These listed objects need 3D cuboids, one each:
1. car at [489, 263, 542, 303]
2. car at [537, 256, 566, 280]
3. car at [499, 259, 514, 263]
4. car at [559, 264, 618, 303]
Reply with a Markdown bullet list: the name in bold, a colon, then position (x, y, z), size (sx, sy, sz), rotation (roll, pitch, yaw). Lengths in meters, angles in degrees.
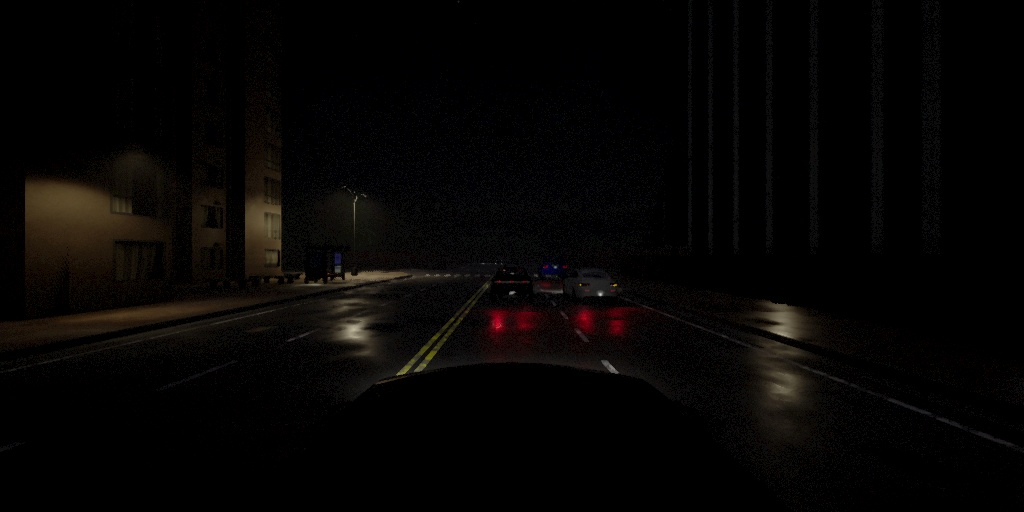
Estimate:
- **car**: position (0.000, 1.244, 16.500), size (2.128, 1.511, 4.902), rotation (0, 0, 0)
- **car**: position (3.500, 1.007, 31.530), size (2.150, 2.045, 5.566), rotation (0, 0, 0)
- **car**: position (0.000, 1.282, 31.500), size (1.812, 1.442, 4.674), rotation (0, 0, 0)
- **car**: position (3.500, 1.282, 16.500), size (1.812, 1.442, 4.674), rotation (0, 0, 0)
